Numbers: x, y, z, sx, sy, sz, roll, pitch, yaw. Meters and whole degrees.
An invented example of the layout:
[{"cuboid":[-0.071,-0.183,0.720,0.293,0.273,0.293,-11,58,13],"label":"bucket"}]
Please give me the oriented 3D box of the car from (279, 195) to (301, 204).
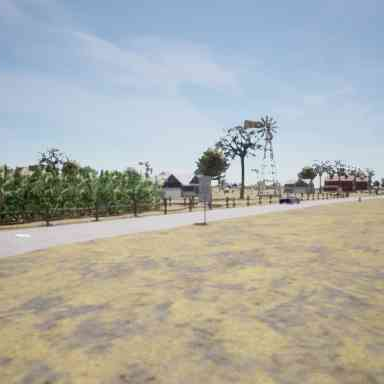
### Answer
[{"cuboid":[14.586,1.139,49.359,1.895,1.301,4.718,0,0,35],"label":"car"}]
